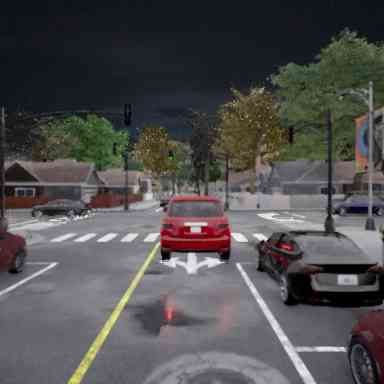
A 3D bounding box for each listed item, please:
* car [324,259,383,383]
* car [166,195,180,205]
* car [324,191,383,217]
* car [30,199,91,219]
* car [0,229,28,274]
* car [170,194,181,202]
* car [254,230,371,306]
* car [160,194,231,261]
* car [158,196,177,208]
[{"bbox_3d":[2.638,1.565,2.200,1.802,1.307,4.206,0,0,0],"label":"car"},{"bbox_3d":[-3.039,1.208,52.946,1.994,1.385,4.181,0,0,0],"label":"car"},{"bbox_3d":[13.382,1.062,27.430,4.553,1.767,2.097,0,0,0],"label":"car"},{"bbox_3d":[-10.750,1.359,27.286,4.892,1.490,1.837,0,-2,9],"label":"car"},{"bbox_3d":[-5.387,1.525,7.717,1.802,1.307,4.206,0,0,0],"label":"car"},{"bbox_3d":[-3.066,1.107,63.196,1.812,1.442,4.674,0,0,0],"label":"car"},{"bbox_3d":[2.638,1.508,7.718,1.947,1.339,4.313,0,0,0],"label":"car"},{"bbox_3d":[0.103,1.132,12.008,2.150,2.045,5.566,0,0,0],"label":"car"},{"bbox_3d":[-3.052,1.253,43.057,2.033,1.411,5.357,0,0,0],"label":"car"}]
